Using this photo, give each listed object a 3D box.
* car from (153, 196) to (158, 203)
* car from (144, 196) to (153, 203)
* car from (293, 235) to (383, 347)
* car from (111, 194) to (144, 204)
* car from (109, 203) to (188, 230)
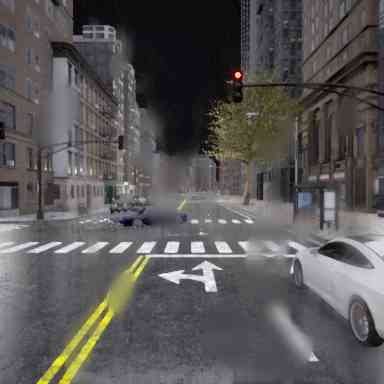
[{"bbox_3d":[-6.619,1.408,53.714,2.128,1.511,4.902,0,0,0],"label":"car"},{"bbox_3d":[-6.622,1.426,43.396,1.882,1.535,5.008,0,0,0],"label":"car"},{"bbox_3d":[3.347,1.523,6.171,1.812,1.442,4.674,0,0,0],"label":"car"},{"bbox_3d":[-6.589,1.190,33.285,2.150,2.045,5.566,0,0,1],"label":"car"},{"bbox_3d":[-2.610,1.585,21.079,4.718,1.301,1.895,0,0,-35],"label":"car"}]
